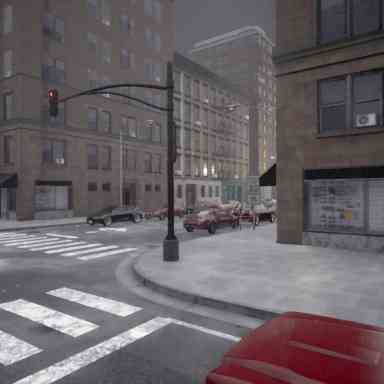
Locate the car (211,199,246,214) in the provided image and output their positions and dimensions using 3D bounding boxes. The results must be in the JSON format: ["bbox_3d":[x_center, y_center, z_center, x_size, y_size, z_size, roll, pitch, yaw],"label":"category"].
[{"bbox_3d":[4.150,1.544,36.888,1.752,1.417,4.829,0,0,36],"label":"car"}]

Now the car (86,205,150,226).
[{"bbox_3d":[-5.380,1.590,23.560,1.947,1.339,4.313,0,0,36],"label":"car"}]

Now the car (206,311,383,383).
[{"bbox_3d":[2.351,1.601,2.013,4.718,1.301,1.895,0,0,36],"label":"car"}]

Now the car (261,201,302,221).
[{"bbox_3d":[7.668,1.495,28.010,1.752,1.417,4.829,0,0,36],"label":"car"}]

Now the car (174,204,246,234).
[{"bbox_3d":[1.149,1.555,18.893,1.802,1.307,4.206,0,0,36],"label":"car"}]

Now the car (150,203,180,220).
[{"bbox_3d":[-2.170,1.604,28.049,1.802,1.307,4.206,0,0,36],"label":"car"}]

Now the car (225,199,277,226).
[{"bbox_3d":[4.359,1.412,23.383,1.967,1.590,4.097,0,0,36],"label":"car"}]

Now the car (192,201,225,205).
[{"bbox_3d":[1.040,1.565,32.537,1.887,1.381,4.507,0,0,36],"label":"car"}]

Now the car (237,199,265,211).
[{"bbox_3d":[7.459,1.600,41.515,1.802,1.307,4.206,0,0,36],"label":"car"}]

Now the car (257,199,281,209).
[{"bbox_3d":[10.669,1.601,46.004,1.802,1.307,4.206,0,0,36],"label":"car"}]
